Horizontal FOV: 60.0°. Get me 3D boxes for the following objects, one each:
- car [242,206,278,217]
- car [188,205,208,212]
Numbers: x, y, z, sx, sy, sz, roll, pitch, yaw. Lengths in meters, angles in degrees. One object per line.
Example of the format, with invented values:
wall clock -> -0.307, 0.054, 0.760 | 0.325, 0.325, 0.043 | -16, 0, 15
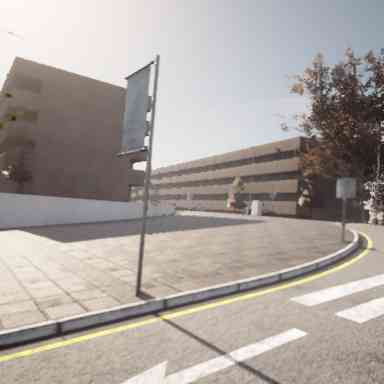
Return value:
car -> 8.245, 2.357, 40.731 | 2.033, 1.411, 5.357 | 6, -3, -23
car -> 1.019, 2.939, 56.689 | 2.128, 1.511, 4.902 | 6, -6, -25
